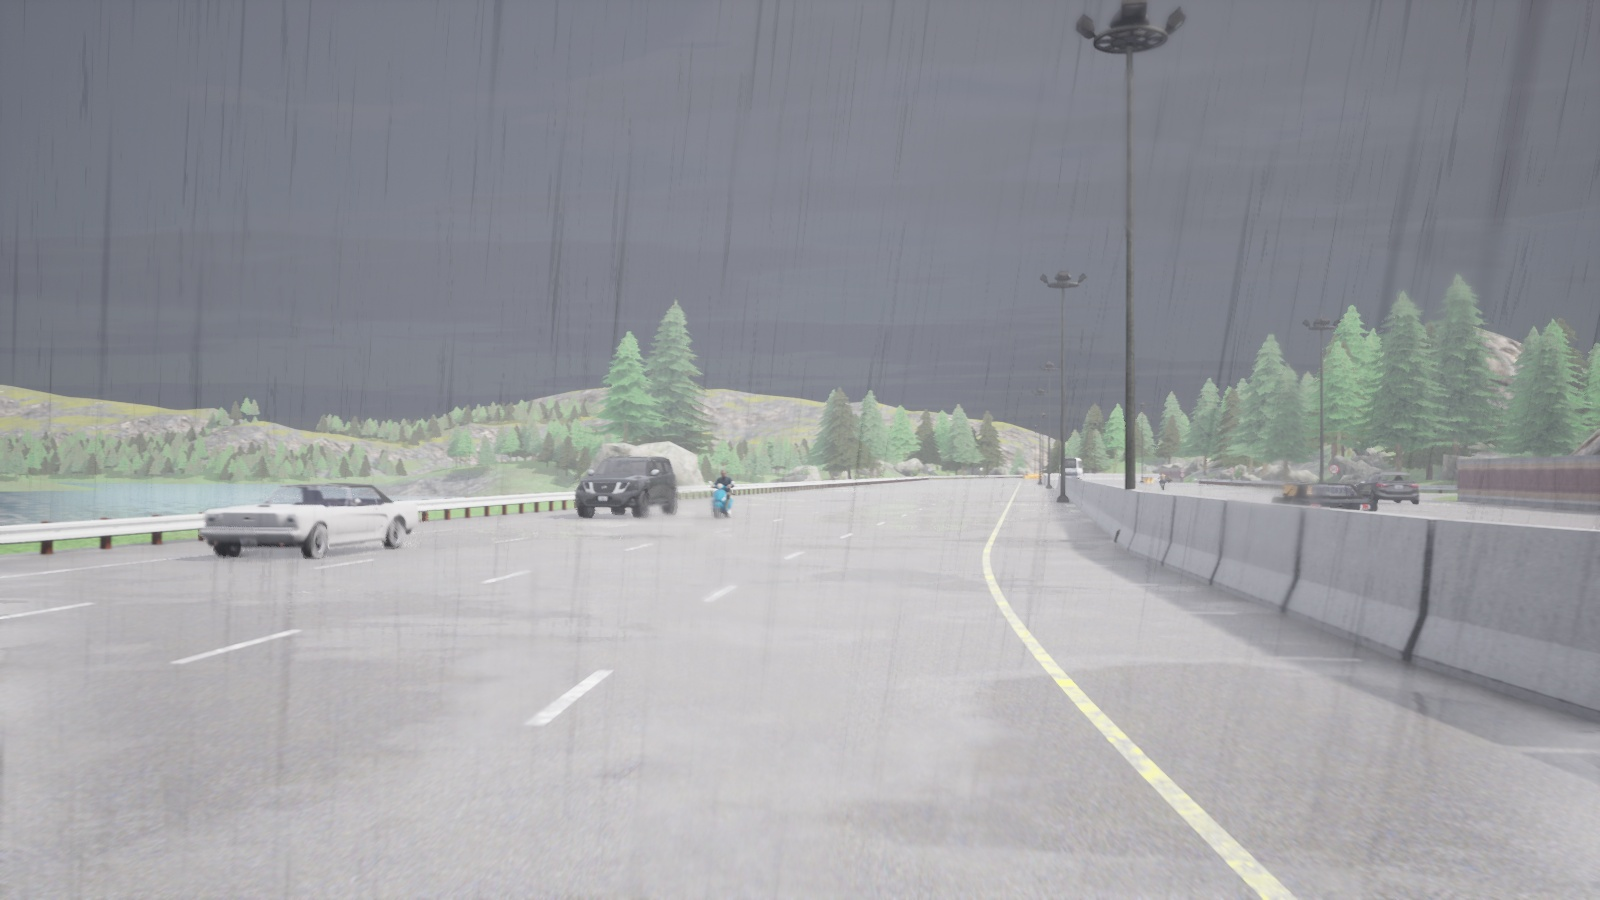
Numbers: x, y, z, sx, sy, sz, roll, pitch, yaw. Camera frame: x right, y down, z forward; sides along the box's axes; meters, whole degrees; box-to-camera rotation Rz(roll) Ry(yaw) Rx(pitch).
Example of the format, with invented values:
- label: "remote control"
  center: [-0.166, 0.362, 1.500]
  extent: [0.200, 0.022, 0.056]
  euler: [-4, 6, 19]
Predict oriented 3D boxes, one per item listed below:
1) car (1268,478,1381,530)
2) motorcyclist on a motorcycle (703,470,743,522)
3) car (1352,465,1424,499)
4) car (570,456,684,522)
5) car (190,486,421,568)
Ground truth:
- label: "car"
  center: [14.350, 1.440, 34.649]
  extent: [1.895, 1.301, 4.718]
  euler: [0, -1, 10]
- label: "motorcyclist on a motorcycle"
  center: [-2.454, 1.448, 40.078]
  extent: [0.866, 1.590, 1.817]
  euler: [0, -1, 10]
- label: "car"
  center: [30.568, 1.638, 65.426]
  extent: [2.242, 1.667, 4.611]
  euler: [0, -1, 10]
- label: "car"
  center: [-5.670, 1.258, 41.972]
  extent: [2.150, 2.045, 5.566]
  euler: [0, -1, 10]
- label: "car"
  center: [-8.935, 1.338, 23.207]
  extent: [1.895, 1.301, 4.718]
  euler: [0, -1, 8]
